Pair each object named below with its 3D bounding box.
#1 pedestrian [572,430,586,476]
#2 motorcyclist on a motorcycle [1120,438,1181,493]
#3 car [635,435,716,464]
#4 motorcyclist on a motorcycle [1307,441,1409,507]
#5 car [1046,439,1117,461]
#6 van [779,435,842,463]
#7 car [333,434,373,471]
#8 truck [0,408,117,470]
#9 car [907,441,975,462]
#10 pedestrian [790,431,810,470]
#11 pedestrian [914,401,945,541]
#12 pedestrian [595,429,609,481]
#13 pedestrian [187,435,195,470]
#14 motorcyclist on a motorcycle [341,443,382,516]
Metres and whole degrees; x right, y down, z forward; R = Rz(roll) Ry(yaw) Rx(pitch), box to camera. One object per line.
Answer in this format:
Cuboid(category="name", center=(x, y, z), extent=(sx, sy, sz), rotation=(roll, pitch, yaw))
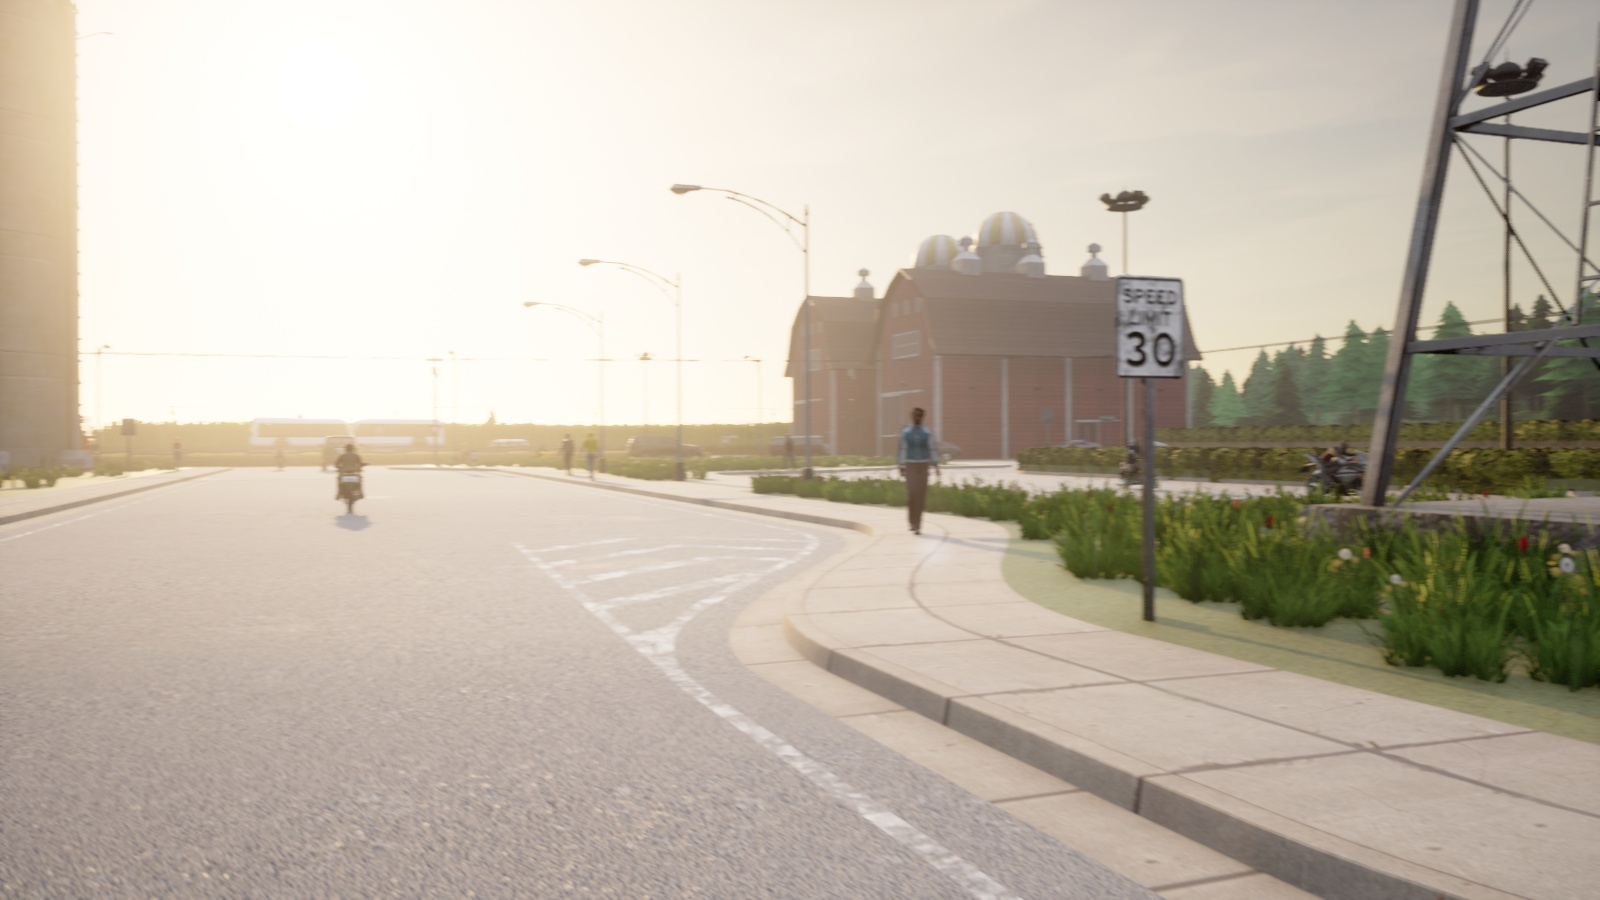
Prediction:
Cuboid(category="pedestrian", center=(-9.319, 0.125, 52.971), extent=(0.423, 1.949, 0.788), rotation=(0, 0, -21))
Cuboid(category="motorcyclist on a motorcycle", center=(10.513, 0.442, 37.705), extent=(0.866, 1.590, 1.817), rotation=(0, 0, -19))
Cuboid(category="car", center=(-9.175, -0.042, 92.377), extent=(5.566, 2.045, 2.150), rotation=(0, 0, -18))
Cuboid(category="motorcyclist on a motorcycle", center=(13.408, 0.557, 30.257), extent=(0.866, 1.530, 2.191), rotation=(0, 0, -27))
Cuboid(category="car", center=(20.594, -0.006, 91.983), extent=(4.902, 1.511, 2.128), rotation=(0, 0, 9))
Cuboid(category="van", center=(0.782, -0.076, 93.488), extent=(4.442, 1.987, 1.775), rotation=(0, 0, 9))
Cuboid(category="car", center=(-26.438, 0.125, 74.283), extent=(2.150, 2.045, 5.566), rotation=(0, 0, -20))
Cuboid(category="truck", center=(-48.009, -0.710, 79.041), extent=(8.468, 3.827, 2.891), rotation=(0, 0, -19))
Cuboid(category="car", center=(10.588, 0.103, 94.225), extent=(4.892, 1.490, 1.837), rotation=(0, 0, 15))
Cuboid(category="pedestrian", center=(-0.013, 0.044, 61.108), extent=(0.563, 1.883, 0.849), rotation=(0, 0, 41))
Cuboid(category="pedestrian", center=(1.824, 0.292, 17.706), extent=(0.396, 1.930, 0.692), rotation=(0, 0, 4))
Cuboid(category="pedestrian", center=(-7.069, 0.165, 44.847), extent=(0.354, 1.836, 0.706), rotation=(0, 0, -20))
Cuboid(category="pedestrian", center=(-32.571, 0.125, 67.135), extent=(0.345, 1.836, 0.594), rotation=(0, 0, -23))
Cuboid(category="motorcyclist on a motorcycle", center=(-9.510, 0.603, 27.223), extent=(0.797, 1.523, 2.044), rotation=(0, 0, -20))
